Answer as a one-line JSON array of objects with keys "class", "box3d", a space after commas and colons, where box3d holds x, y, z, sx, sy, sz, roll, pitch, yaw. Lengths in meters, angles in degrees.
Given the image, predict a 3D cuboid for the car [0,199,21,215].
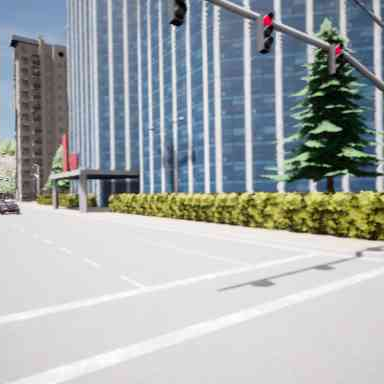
[{"class": "car", "box3d": [-21.057, 1.804, 38.300, 2.033, 1.411, 5.357, -1, 0, -36]}]
